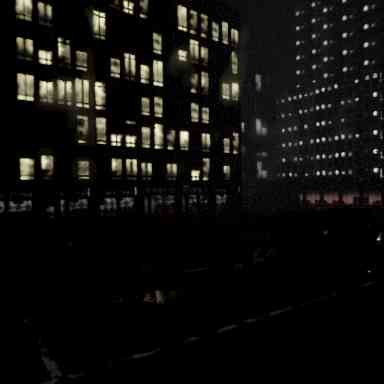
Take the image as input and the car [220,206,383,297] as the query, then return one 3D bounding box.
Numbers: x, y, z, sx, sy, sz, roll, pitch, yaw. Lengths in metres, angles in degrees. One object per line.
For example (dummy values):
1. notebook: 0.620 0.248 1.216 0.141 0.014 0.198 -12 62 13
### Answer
1. car: 3.075 1.330 8.777 5.009 1.841 2.192 0 -1 -35
